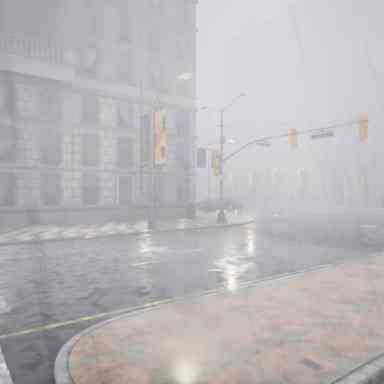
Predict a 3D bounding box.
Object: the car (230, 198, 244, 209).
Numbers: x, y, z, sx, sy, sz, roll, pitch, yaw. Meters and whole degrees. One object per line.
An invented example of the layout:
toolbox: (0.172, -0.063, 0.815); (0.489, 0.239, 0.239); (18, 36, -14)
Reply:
car: (4.900, 1.505, 44.684); (1.837, 1.490, 4.892); (0, 0, -36)

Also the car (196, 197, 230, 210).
car: (2.339, 1.564, 42.252); (1.994, 1.385, 4.181); (0, 0, -36)

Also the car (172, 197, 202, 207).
car: (-0.832, 1.547, 52.699); (2.033, 1.411, 5.357); (0, 0, -35)
